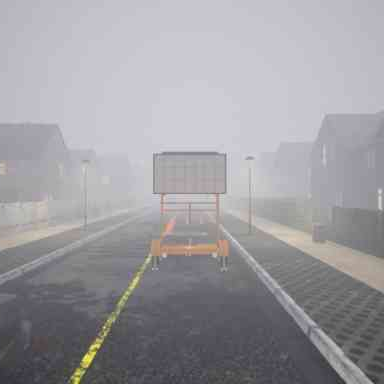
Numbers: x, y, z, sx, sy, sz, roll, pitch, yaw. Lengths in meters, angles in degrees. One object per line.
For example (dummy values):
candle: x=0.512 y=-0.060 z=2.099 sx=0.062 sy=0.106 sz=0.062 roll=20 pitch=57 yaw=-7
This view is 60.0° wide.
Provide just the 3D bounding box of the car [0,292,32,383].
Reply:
car: x=-2.861 y=1.548 z=1.725 sx=2.033 sy=1.411 sz=5.357 roll=0 pitch=0 yaw=0

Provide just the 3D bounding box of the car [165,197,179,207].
car: x=-3.127 y=1.529 z=53.583 sx=2.097 sy=1.767 sz=4.553 roll=0 pitch=0 yaw=0

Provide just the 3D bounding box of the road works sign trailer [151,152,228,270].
road works sign trailer: x=-0.070 y=0.471 z=11.004 sx=2.380 sy=3.560 sz=2.880 roll=0 pitch=0 yaw=0
